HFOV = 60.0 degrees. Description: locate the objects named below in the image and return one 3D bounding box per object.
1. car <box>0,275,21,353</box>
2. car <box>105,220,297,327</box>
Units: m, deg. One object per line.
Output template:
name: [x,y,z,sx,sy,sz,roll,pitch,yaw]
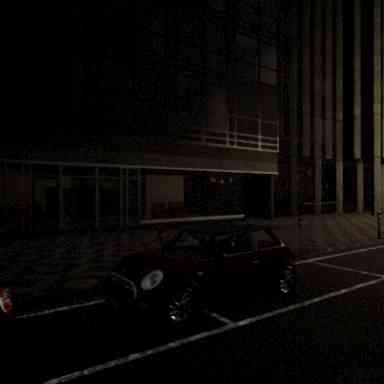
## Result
car: [-4.300,1.440,3.700,4.097,1.590,1.967,0,0,-35]
car: [0.291,1.443,6.974,4.097,1.590,1.967,0,0,-35]
